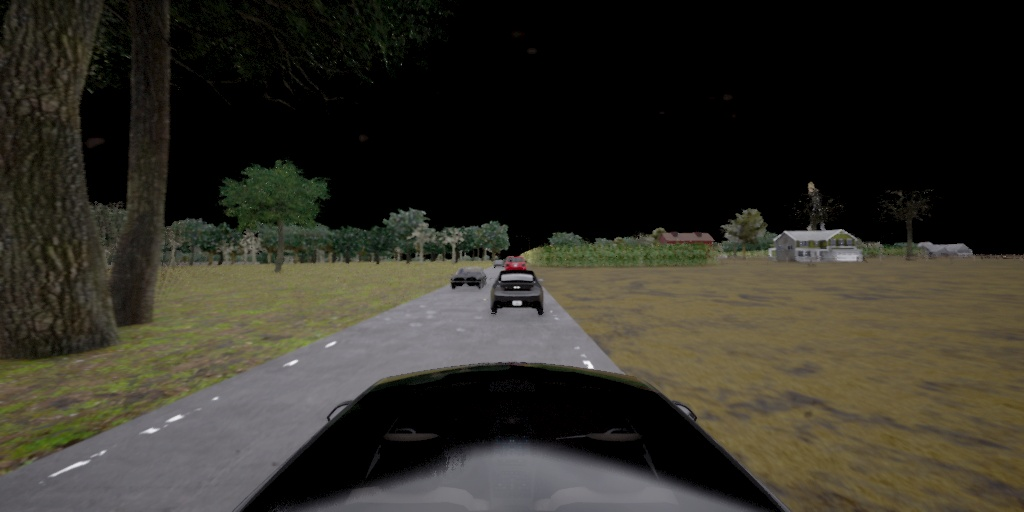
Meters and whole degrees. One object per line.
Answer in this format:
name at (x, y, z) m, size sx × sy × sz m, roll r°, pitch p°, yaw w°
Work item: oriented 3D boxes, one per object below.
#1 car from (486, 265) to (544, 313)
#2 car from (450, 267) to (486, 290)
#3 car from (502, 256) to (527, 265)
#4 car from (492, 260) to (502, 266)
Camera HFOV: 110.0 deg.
car at (0.186, 1.271, 13.978) m, size 1.837 × 1.490 × 4.892 m, roll 0°, pitch 0°, yaw 0°
car at (-2.694, 1.383, 22.979) m, size 1.895 × 1.301 × 4.718 m, roll 0°, pitch 0°, yaw 0°
car at (0.369, 1.047, 37.530) m, size 2.150 × 2.045 × 5.566 m, roll 0°, pitch 0°, yaw 0°
car at (-2.312, 1.410, 63.582) m, size 1.837 × 1.490 × 4.892 m, roll 0°, pitch 0°, yaw 1°
